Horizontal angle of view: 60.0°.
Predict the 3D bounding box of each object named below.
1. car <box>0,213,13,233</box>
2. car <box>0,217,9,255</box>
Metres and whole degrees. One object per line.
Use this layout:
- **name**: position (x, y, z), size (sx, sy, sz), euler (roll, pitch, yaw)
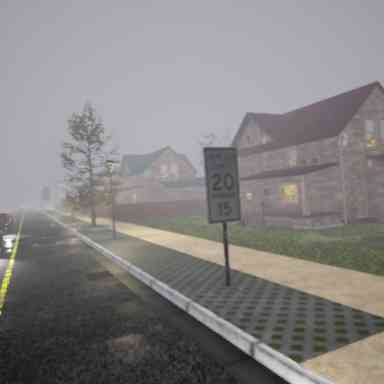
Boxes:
- **car**: position (-15.103, 2.383, 25.923), size (1.882, 1.535, 5.008), euler (-4, 0, -26)
- **car**: position (-9.808, 2.150, 15.209), size (1.994, 1.385, 4.181), euler (-4, 0, -26)
